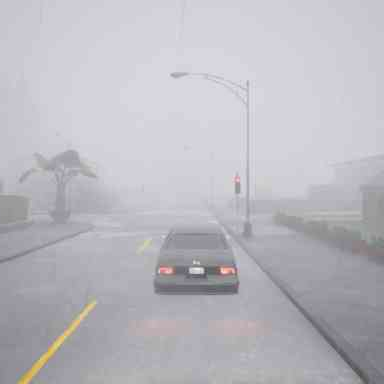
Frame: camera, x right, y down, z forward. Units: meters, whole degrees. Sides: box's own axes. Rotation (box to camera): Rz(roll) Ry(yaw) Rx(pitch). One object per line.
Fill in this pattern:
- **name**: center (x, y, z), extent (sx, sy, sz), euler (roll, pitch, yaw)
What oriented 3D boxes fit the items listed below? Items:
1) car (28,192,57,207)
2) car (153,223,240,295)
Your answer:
- **car**: center (-19.748, 0.985, 43.898), extent (1.905, 1.878, 3.866), euler (0, 0, 35)
- **car**: center (0.099, 1.547, 8.855), extent (2.033, 1.411, 5.357), euler (0, 0, 0)
